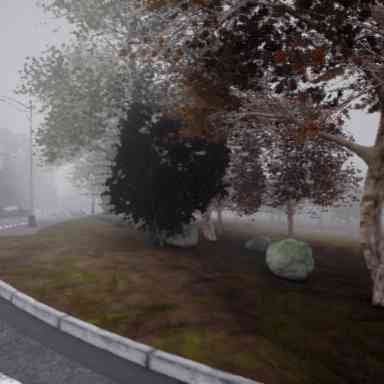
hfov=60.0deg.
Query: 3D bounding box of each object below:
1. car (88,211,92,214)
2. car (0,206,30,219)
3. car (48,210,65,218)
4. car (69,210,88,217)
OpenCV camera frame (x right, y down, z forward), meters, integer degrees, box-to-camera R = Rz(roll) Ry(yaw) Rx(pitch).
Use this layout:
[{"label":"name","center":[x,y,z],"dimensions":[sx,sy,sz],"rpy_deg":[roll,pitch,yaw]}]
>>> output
[{"label":"car","center":[-20.476,4.300,65.083],"dimensions":[1.895,1.301,4.718],"rpy_deg":[-1,-4,-8]},{"label":"car","center":[-19.910,2.272,37.423],"dimensions":[1.882,1.535,5.008],"rpy_deg":[-1,-4,-8]},{"label":"car","center":[-22.610,3.652,55.583],"dimensions":[1.994,1.385,4.181],"rpy_deg":[-1,-4,-8]},{"label":"car","center":[-18.987,3.587,55.144],"dimensions":[1.895,1.301,4.718],"rpy_deg":[-1,-4,-9]}]
